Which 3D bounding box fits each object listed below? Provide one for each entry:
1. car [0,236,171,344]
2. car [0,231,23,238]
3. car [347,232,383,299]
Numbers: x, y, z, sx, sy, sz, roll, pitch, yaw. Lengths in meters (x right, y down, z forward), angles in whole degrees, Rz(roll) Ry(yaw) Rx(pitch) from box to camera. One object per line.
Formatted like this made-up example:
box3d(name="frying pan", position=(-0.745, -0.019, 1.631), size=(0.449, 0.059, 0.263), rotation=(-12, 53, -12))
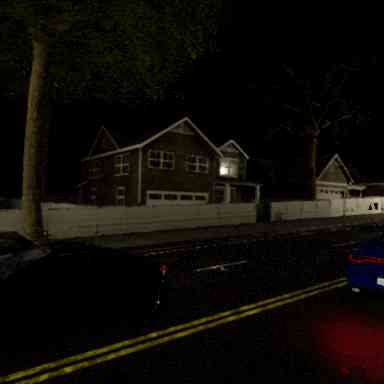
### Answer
box3d(name="car", position=(-2.465, 1.612, 5.926), size=(4.181, 1.385, 1.994), rotation=(0, 0, -36))
box3d(name="car", position=(-5.198, 1.678, 7.949), size=(4.718, 1.301, 1.895), rotation=(0, 0, -36))
box3d(name="car", position=(5.482, 1.477, 7.505), size=(5.008, 1.535, 1.882), rotation=(0, 0, -36))
